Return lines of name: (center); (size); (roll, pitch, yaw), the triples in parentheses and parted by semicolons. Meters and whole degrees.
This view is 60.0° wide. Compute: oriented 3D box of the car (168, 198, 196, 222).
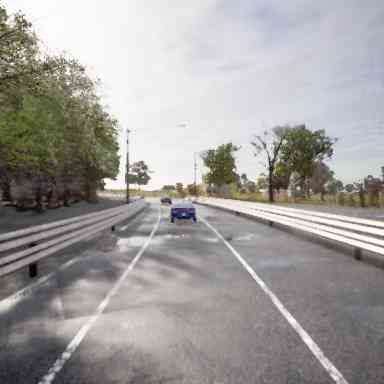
car: (-0.774, 1.471, 26.613); (1.882, 1.535, 5.008); (0, 0, -4)

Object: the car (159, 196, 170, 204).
car: (-4.839, 1.458, 60.897); (1.837, 1.490, 4.892); (0, 0, -10)
